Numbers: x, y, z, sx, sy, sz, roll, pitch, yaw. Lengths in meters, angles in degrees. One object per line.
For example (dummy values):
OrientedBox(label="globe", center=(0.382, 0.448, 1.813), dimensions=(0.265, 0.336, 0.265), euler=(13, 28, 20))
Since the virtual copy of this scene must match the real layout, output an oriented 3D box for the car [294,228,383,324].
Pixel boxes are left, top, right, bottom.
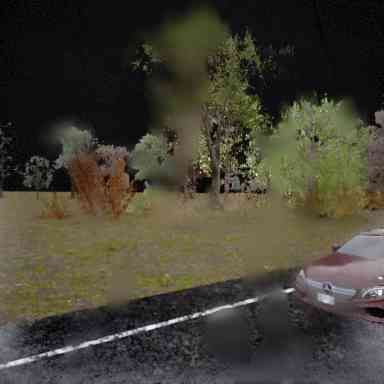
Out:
OrientedBox(label="car", center=(4.138, 1.528, 6.913), dimensions=(4.674, 1.442, 1.812), euler=(0, 0, -35))
